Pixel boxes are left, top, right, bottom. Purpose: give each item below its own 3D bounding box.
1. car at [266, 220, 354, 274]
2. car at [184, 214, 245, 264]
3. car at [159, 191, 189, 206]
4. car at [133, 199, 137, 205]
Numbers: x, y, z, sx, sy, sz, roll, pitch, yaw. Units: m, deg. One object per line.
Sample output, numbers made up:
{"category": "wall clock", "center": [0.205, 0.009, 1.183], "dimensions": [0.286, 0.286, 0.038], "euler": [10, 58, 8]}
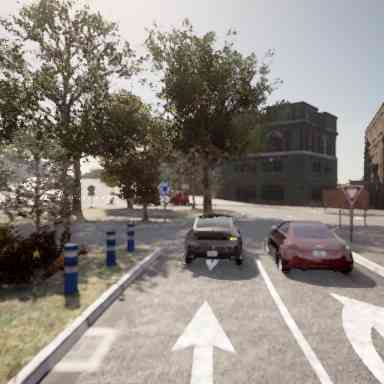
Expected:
{"category": "car", "center": [3.603, 1.604, 10.822], "dimensions": [1.994, 1.385, 4.181], "euler": [0, 0, 6]}
{"category": "car", "center": [0.848, 1.545, 12.068], "dimensions": [1.837, 1.490, 4.892], "euler": [0, 0, 6]}
{"category": "car", "center": [-3.000, 0.907, 48.850], "dimensions": [5.566, 2.045, 2.150], "euler": [0, 1, 33]}
{"category": "car", "center": [-7.139, 1.026, 48.911], "dimensions": [2.097, 1.767, 4.553], "euler": [-1, 1, -42]}
